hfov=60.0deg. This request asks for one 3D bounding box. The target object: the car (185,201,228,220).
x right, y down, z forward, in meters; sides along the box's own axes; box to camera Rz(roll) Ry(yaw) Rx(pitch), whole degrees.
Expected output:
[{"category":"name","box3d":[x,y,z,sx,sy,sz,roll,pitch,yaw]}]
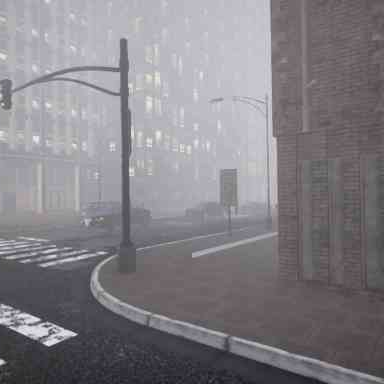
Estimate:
[{"category":"car","box3d":[1.318,1.563,29.206,1.882,1.535,5.008,-1,-1,36]}]

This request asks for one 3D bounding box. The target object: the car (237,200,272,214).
[{"category":"car","box3d":[7.273,1.707,37.494,1.895,1.301,4.718,-1,-1,36]}]

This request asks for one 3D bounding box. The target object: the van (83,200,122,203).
[{"category":"van","box3d":[-5.985,1.460,23.474,1.690,1.788,3.998,-2,-1,36]}]

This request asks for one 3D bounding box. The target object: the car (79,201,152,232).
[{"category":"car","box3d":[-4.609,1.558,20.959,2.128,1.511,4.902,-1,-1,34]}]
